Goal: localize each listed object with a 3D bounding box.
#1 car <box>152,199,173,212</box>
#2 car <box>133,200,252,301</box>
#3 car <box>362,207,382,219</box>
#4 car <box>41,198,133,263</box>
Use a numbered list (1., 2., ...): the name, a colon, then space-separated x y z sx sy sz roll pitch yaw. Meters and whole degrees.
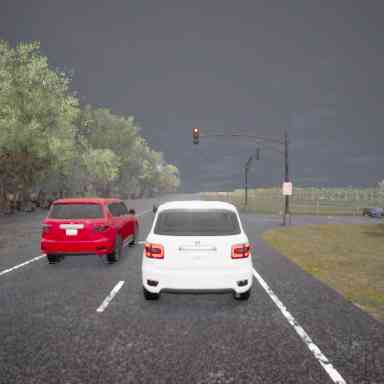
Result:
1. car: -3.398 1.568 39.045 1.994 1.385 4.181 0 0 0
2. car: 0.102 1.224 8.493 2.150 2.045 5.566 0 0 0
3. car: 19.173 1.812 31.512 5.357 1.411 2.033 1 -1 0
4. car: -3.398 1.224 12.066 2.150 2.045 5.566 0 0 0
